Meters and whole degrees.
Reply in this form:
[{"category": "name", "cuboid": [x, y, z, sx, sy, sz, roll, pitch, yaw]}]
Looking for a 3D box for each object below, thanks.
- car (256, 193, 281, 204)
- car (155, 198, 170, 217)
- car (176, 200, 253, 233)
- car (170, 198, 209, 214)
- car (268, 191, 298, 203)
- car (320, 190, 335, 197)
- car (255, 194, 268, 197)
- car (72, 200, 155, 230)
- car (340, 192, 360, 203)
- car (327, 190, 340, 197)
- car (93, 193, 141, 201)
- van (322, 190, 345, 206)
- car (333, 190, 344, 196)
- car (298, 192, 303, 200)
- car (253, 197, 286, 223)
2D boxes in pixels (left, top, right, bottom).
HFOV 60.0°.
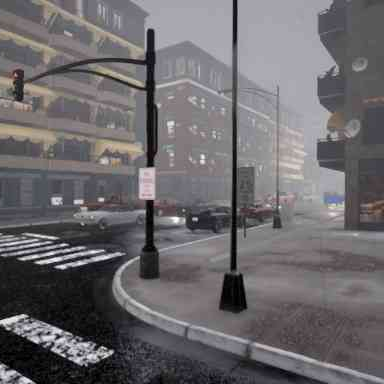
[{"category": "car", "cuboid": [10.541, 0.879, 45.637, 1.947, 1.339, 4.313, 2, 2, 35]}, {"category": "car", "cuboid": [-2.278, 1.179, 27.412, 1.887, 1.381, 4.507, 2, 2, 35]}, {"category": "car", "cuboid": [1.349, 1.347, 18.003, 1.947, 1.339, 4.313, 2, 2, 35]}, {"category": "car", "cuboid": [0.484, 1.202, 26.873, 1.994, 1.385, 4.181, 1, 1, 34]}, {"category": "car", "cuboid": [11.440, 0.717, 42.371, 2.097, 1.767, 4.553, 1, 1, 36]}, {"category": "car", "cuboid": [29.769, 0.377, 72.976, 1.887, 1.381, 4.507, 2, 2, 35]}, {"category": "car", "cuboid": [5.736, 1.012, 34.309, 1.837, 1.490, 4.892, 1, 1, 35]}, {"category": "car", "cuboid": [-4.609, 1.368, 19.607, 1.895, 1.301, 4.718, 1, 1, 35]}, {"category": "car", "cuboid": [23.782, 0.763, 49.897, 1.887, 1.381, 4.507, 2, 2, 35]}, {"category": "car", "cuboid": [32.973, 0.335, 77.532, 1.802, 1.307, 4.206, 2, 2, 35]}, {"category": "car", "cuboid": [-5.480, 1.030, 22.850, 2.192, 1.841, 5.009, 2, 2, 35]}, {"category": "van", "cuboid": [17.375, 0.720, 40.780, 1.690, 1.788, 3.998, 2, 2, 35]}, {"category": "car", "cuboid": [36.178, 0.255, 82.089, 1.802, 1.307, 4.206, 2, 2, 35]}, {"category": "car", "cuboid": [16.950, 0.718, 54.750, 1.947, 1.339, 4.313, 2, 2, 35]}, {"category": "car", "cuboid": [4.554, 1.283, 22.560, 1.802, 1.307, 4.206, 2, 2, 35]}]
